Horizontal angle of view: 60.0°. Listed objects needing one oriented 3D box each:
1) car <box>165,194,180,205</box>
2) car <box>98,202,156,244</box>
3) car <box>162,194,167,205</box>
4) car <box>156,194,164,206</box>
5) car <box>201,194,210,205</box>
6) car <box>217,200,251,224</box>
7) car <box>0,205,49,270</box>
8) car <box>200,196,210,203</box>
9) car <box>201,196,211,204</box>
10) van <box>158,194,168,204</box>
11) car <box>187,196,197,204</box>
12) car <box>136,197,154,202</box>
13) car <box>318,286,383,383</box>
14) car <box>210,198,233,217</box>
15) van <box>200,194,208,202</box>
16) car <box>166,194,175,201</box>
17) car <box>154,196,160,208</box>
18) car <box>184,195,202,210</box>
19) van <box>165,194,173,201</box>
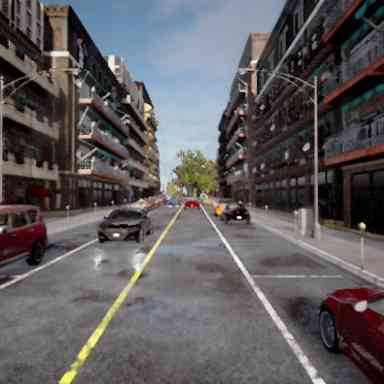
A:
[{"bbox_3d":[-3.052,1.578,57.936,2.033,1.411,5.357,0,0,1],"label":"car"},{"bbox_3d":[-3.104,1.485,16.114,1.882,1.535,5.008,0,0,0],"label":"car"},{"bbox_3d":[-5.686,1.347,59.923,2.192,1.841,5.009,1,0,0],"label":"car"},{"bbox_3d":[-5.686,1.464,48.600,1.967,1.590,4.097,1,0,0],"label":"car"},{"bbox_3d":[2.692,1.557,60.056,1.752,1.417,4.829,1,0,0],"label":"car"},{"bbox_3d":[3.143,1.536,24.508,1.812,1.442,4.674,0,0,0],"label":"car"},{"bbox_3d":[-5.678,1.319,8.968,2.192,1.841,5.009,1,0,0],"label":"car"},{"bbox_3d":[2.697,1.607,71.209,1.947,1.339,4.313,1,0,0],"label":"car"},{"bbox_3d":[2.694,1.581,65.547,1.887,1.381,4.507,1,0,0],"label":"car"},{"bbox_3d":[-5.687,1.378,65.584,1.690,1.788,3.998,1,0,0],"label":"van"},{"bbox_3d":[0.009,1.564,63.857,1.812,1.442,4.674,0,-1,1],"label":"car"},{"bbox_3d":[-5.686,1.543,37.107,1.752,1.417,4.829,1,0,0],"label":"car"},{"bbox_3d":[2.699,1.583,3.267,1.802,1.307,4.206,1,0,0],"label":"car"},{"bbox_3d":[3.106,1.366,31.479,2.097,1.767,4.553,0,0,0],"label":"car"},{"bbox_3d":[2.678,1.387,76.870,1.690,1.788,3.998,1,0,0],"label":"van"},{"bbox_3d":[-5.690,1.371,88.231,2.192,1.841,5.009,1,0,0],"label":"car"},{"bbox_3d":[-5.686,1.565,42.937,1.887,1.381,4.507,1,0,0],"label":"car"},{"bbox_3d":[0.027,1.501,43.980,1.882,1.535,5.008,0,0,0],"label":"car"},{"bbox_3d":[-5.690,1.392,82.569,1.690,1.788,3.998,1,0,0],"label":"van"}]
